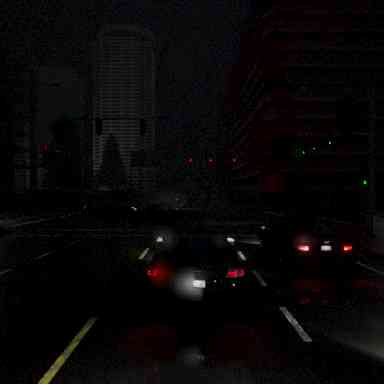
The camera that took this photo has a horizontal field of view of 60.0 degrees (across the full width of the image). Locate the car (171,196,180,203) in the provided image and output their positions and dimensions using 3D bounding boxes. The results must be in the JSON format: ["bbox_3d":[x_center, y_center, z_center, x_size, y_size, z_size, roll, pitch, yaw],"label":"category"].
[{"bbox_3d":[-3.443,1.524,70.629,1.812,1.442,4.674,0,0,0],"label":"car"}]

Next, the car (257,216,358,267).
[{"bbox_3d":[3.599,1.547,11.398,2.033,1.411,5.357,0,0,0],"label":"car"}]

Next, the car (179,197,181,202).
[{"bbox_3d":[-3.521,1.352,60.650,2.097,1.767,4.553,0,0,0],"label":"car"}]

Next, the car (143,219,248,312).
[{"bbox_3d":[0.075,1.564,7.778,1.994,1.385,4.181,0,0,0],"label":"car"}]

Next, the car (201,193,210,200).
[{"bbox_3d":[3.574,1.207,90.442,2.150,2.045,5.566,0,0,0],"label":"car"}]

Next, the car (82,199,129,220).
[{"bbox_3d":[-6.469,1.339,27.244,4.553,1.767,2.097,0,0,0],"label":"car"}]

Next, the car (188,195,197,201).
[{"bbox_3d":[0.066,1.534,81.417,2.033,1.411,5.357,0,0,0],"label":"car"}]

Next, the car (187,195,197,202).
[{"bbox_3d":[0.085,1.501,71.071,1.837,1.490,4.892,0,0,0],"label":"car"}]

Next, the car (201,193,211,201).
[{"bbox_3d":[3.566,1.493,80.558,1.837,1.490,4.892,0,0,0],"label":"car"}]

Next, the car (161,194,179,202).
[{"bbox_3d":[-3.554,1.491,50.726,2.128,1.511,4.902,0,0,0],"label":"car"}]

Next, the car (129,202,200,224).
[{"bbox_3d":[-1.803,1.585,23.775,4.718,1.301,1.895,0,0,0],"label":"car"}]
